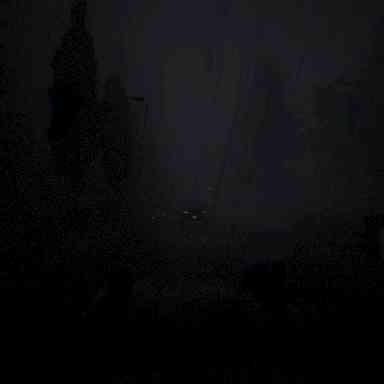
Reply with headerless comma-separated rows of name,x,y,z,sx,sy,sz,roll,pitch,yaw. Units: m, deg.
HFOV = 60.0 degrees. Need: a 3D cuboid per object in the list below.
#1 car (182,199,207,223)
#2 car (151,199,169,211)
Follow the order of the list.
car,0.195,1.546,25.317,1.812,1.442,4.674,0,0,0
car,-3.869,1.577,40.805,2.033,1.411,5.357,0,0,1
